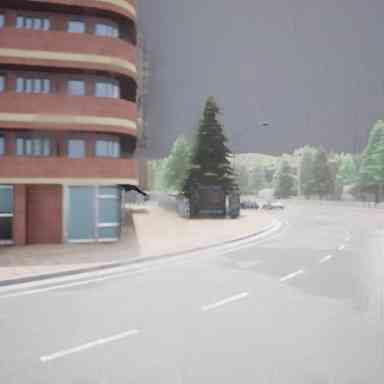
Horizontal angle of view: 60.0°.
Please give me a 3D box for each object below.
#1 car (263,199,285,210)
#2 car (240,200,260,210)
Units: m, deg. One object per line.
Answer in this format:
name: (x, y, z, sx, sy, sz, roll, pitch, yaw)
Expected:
car: (11.612, 1.796, 47.558, 1.812, 1.442, 4.674, 0, 0, -10)
car: (8.086, 1.845, 47.388, 1.994, 1.385, 4.181, 0, 0, -10)
